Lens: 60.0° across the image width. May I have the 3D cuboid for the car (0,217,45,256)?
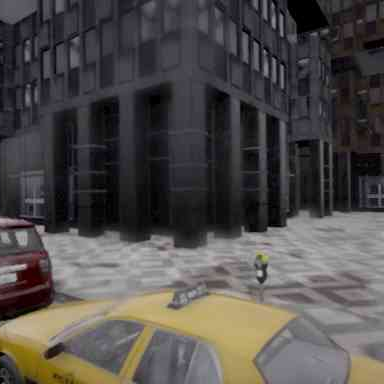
[{"bbox_3d":[-4.662,1.385,6.291,5.009,1.841,2.192,-1,-1,35],"label":"car"}]

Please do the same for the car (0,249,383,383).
[{"bbox_3d":[-0.237,1.543,3.136,4.829,1.417,1.752,-1,-1,35],"label":"car"}]
